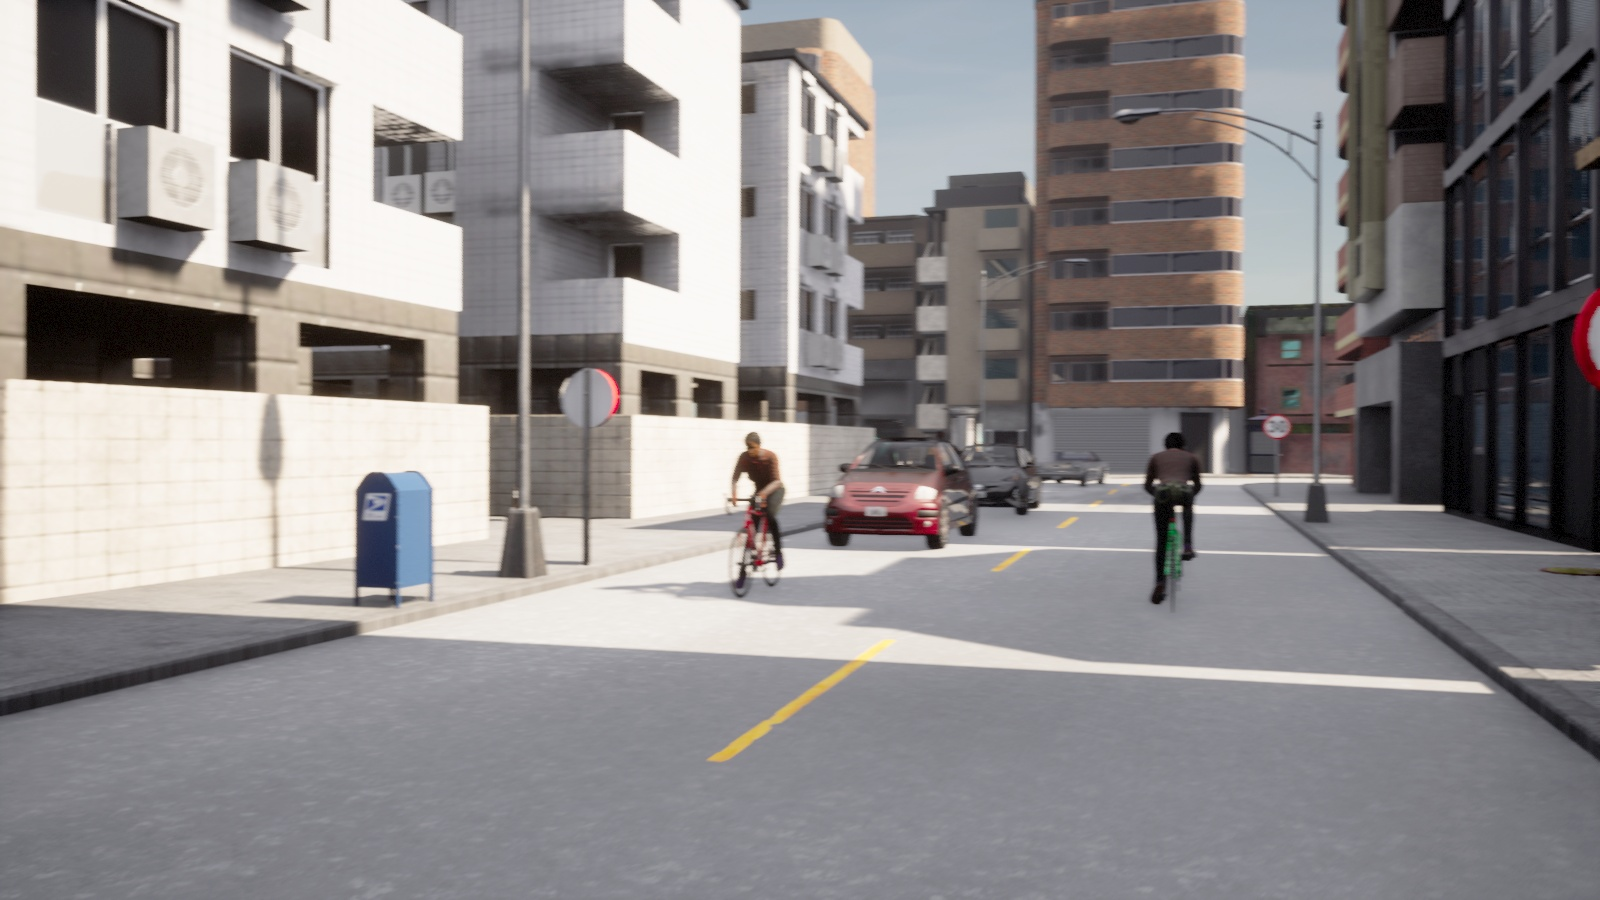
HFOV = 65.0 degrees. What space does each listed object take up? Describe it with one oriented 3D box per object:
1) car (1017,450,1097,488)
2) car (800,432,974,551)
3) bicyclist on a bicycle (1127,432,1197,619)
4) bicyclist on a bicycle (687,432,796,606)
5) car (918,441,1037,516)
[{"bbox_3d":[9.634,0.666,46.745,1.895,1.301,4.718,0,0,25],"label":"car"},{"bbox_3d":[1.455,0.558,19.325,1.851,1.617,3.988,0,0,16],"label":"car"},{"bbox_3d":[3.407,0.658,11.811,0.582,1.620,1.656,0,0,16],"label":"bicyclist on a bicycle"},{"bbox_3d":[-0.554,0.636,12.572,0.582,1.620,1.656,0,1,16],"label":"bicyclist on a bicycle"},{"bbox_3d":[4.084,0.576,28.207,2.007,1.525,4.514,0,0,16],"label":"car"}]
